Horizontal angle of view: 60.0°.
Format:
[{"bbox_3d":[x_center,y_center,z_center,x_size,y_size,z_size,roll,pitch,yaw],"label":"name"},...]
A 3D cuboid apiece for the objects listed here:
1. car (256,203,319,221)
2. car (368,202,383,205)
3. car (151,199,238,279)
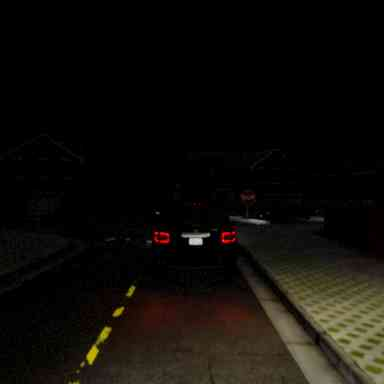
[{"bbox_3d":[8.183,1.629,28.307,5.357,1.411,2.033,1,0,-21],"label":"car"},{"bbox_3d":[17.977,1.677,31.889,4.902,1.511,2.128,1,0,-20],"label":"car"},{"bbox_3d":[0.004,1.210,10.208,2.150,2.045,5.566,0,0,-2],"label":"car"}]
